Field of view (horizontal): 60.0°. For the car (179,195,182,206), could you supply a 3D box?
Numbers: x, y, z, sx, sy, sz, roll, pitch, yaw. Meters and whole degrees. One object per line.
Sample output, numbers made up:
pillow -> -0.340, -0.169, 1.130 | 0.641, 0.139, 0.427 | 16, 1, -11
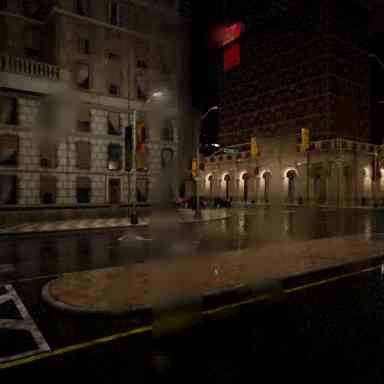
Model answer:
car -> -2.256, 1.352, 55.888 | 2.097, 1.767, 4.553 | 0, 0, -35

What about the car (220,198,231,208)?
car -> 3.490, 1.478, 47.792 | 1.882, 1.535, 5.008 | 0, 0, -36

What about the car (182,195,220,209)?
car -> 1.196, 1.352, 44.987 | 2.097, 1.767, 4.553 | 0, 0, -35
